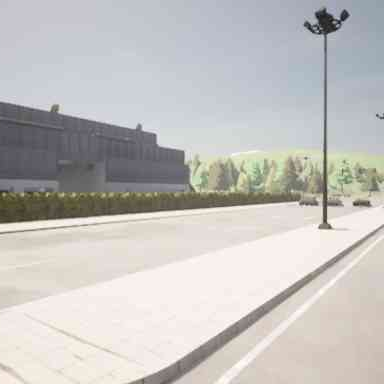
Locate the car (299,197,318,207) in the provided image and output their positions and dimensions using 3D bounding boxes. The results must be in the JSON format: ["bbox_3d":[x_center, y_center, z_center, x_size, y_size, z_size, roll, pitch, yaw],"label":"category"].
[{"bbox_3d":[17.994,1.502,51.294,1.994,1.385,4.181,0,0,36],"label":"car"}]

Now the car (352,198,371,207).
[{"bbox_3d":[25.073,1.561,49.163,1.895,1.301,4.718,0,0,36],"label":"car"}]

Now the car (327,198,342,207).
[{"bbox_3d":[20.947,1.513,49.407,1.994,1.385,4.181,0,0,36],"label":"car"}]
